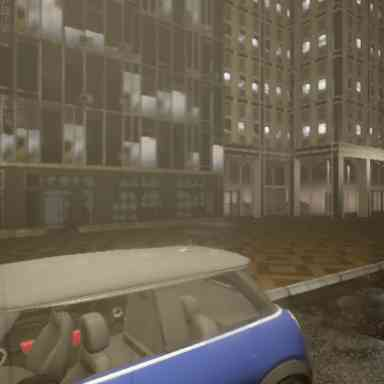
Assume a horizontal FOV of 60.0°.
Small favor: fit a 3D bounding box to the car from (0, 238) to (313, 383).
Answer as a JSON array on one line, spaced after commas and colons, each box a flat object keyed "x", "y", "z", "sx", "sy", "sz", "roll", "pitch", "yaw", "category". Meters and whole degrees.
[{"x": -1.172, "y": 1.350, "z": 2.517, "sx": 4.553, "sy": 1.767, "sz": 2.097, "roll": 0, "pitch": 0, "yaw": -35, "category": "car"}]
